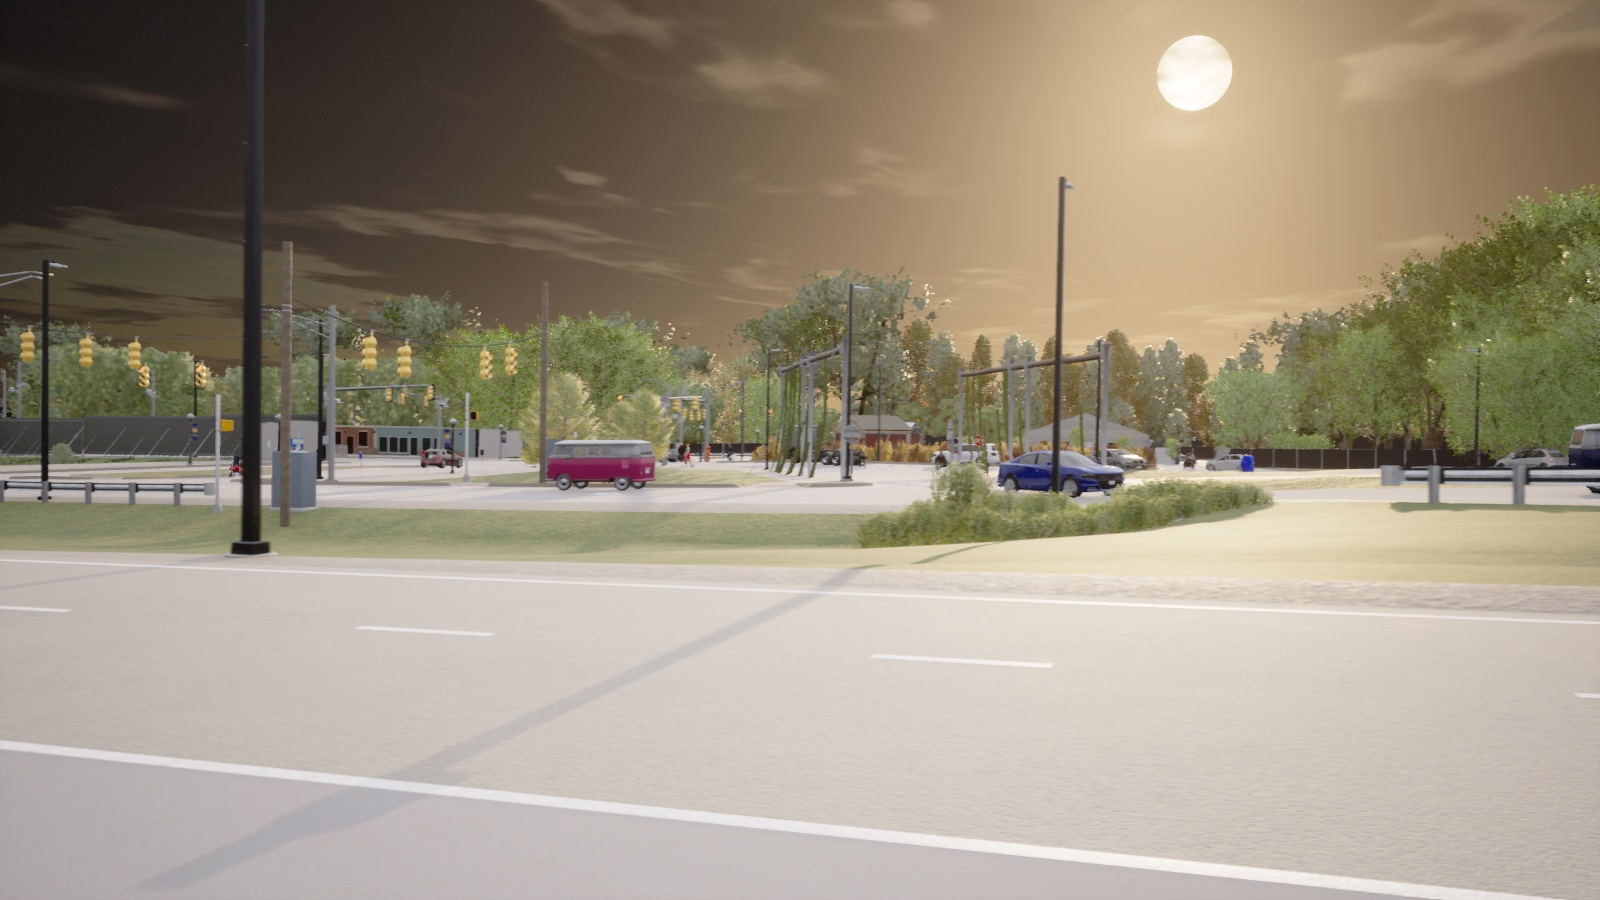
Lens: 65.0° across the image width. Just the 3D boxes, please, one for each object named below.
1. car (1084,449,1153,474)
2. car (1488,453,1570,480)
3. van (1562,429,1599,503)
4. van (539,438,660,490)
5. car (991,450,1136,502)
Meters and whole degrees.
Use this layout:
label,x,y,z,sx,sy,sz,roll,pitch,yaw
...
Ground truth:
label,x,y,z,sx,sy,sz,roll,pitch,yaw
car,22.241,0.850,87.973,2.242,1.667,4.611,0,-1,-25
car,45.038,1.055,77.675,1.851,1.617,3.988,1,-2,-26
van,23.504,0.369,34.155,4.442,1.987,1.775,-2,0,19
van,-7.994,0.531,50.037,4.442,1.987,1.775,0,1,18
car,8.536,0.808,41.231,1.882,1.535,5.008,-1,1,-28
